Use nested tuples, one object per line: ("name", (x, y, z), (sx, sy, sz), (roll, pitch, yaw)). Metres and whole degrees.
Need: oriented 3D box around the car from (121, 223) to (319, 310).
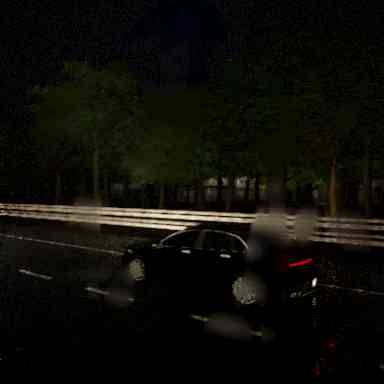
("car", (0.405, 1.506, 7.883), (4.892, 1.490, 1.837), (0, 0, 36))
